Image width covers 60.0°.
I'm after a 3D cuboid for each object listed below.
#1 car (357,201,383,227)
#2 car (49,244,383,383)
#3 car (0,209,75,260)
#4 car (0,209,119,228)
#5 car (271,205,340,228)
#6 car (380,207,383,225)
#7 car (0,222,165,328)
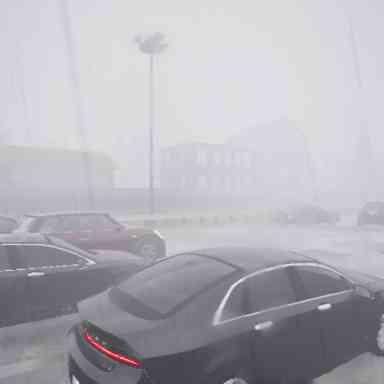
[{"bbox_3d":[12.625,1.348,21.338,4.553,1.767,2.097,0,0,-35],"label":"car"},{"bbox_3d":[0.939,1.504,4.415,4.892,1.490,1.837,0,0,-35],"label":"car"},{"bbox_3d":[-6.954,1.477,11.683,5.008,1.535,1.882,0,0,-35],"label":"car"},{"bbox_3d":[-3.065,1.351,10.157,4.553,1.767,2.097,0,0,-35],"label":"car"},{"bbox_3d":[7.588,1.544,22.046,5.357,1.411,2.033,0,0,-35],"label":"car"},{"bbox_3d":[11.761,1.544,16.424,5.357,1.411,2.033,0,0,-35],"label":"car"},{"bbox_3d":[-2.998,1.504,5.907,4.892,1.490,1.837,0,0,-35],"label":"car"}]
